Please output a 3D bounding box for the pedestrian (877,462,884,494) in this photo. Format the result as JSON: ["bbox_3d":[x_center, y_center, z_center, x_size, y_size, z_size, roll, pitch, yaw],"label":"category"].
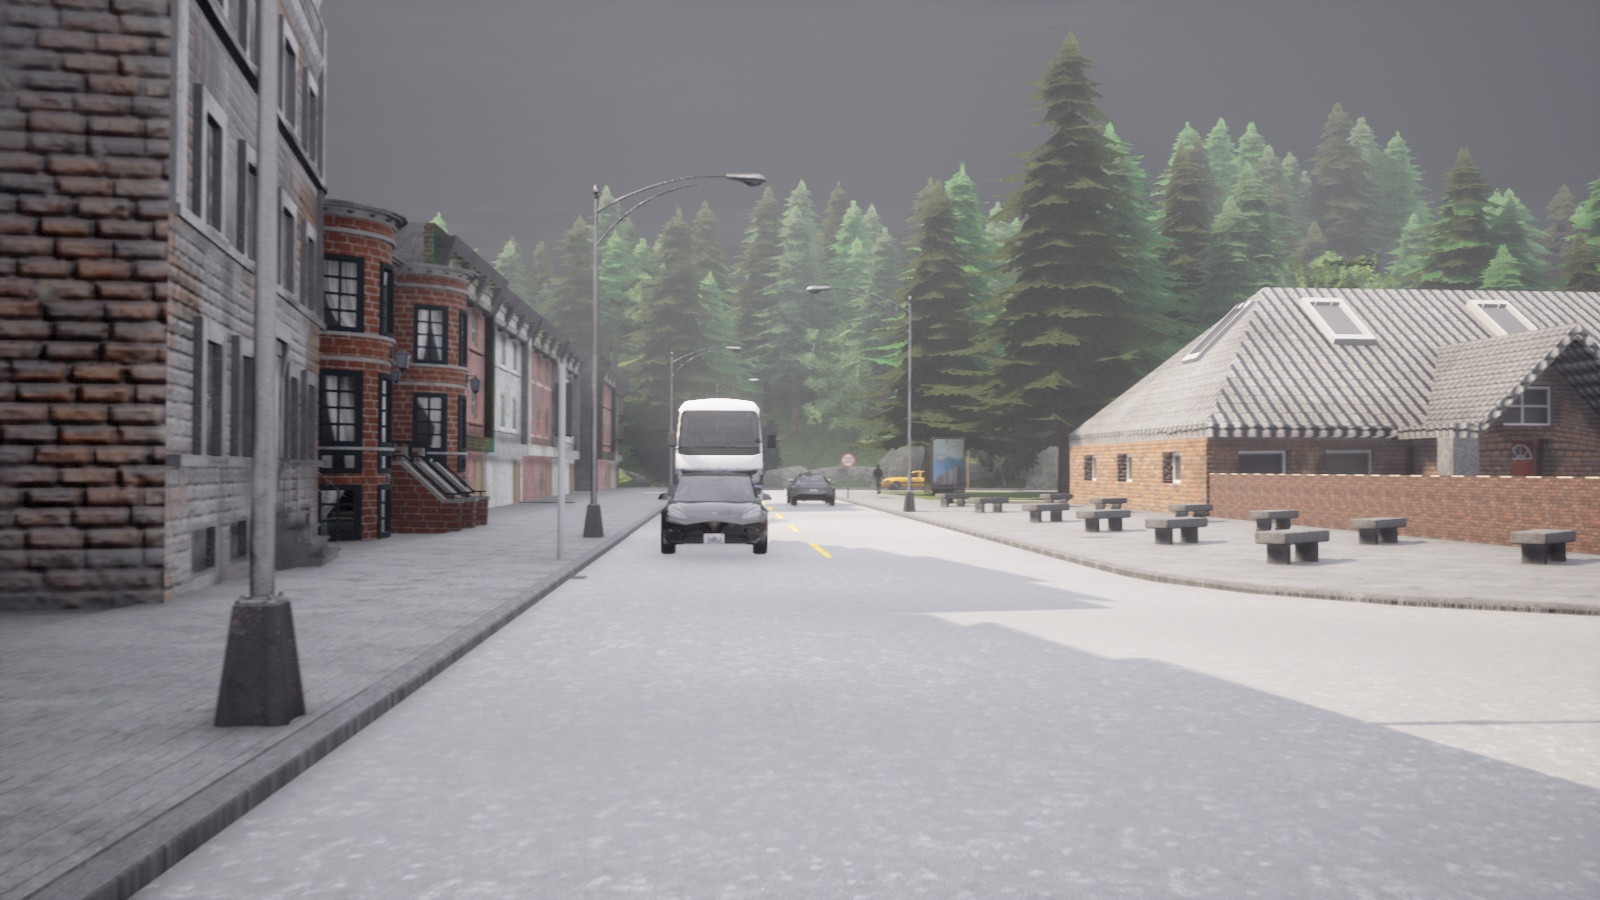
[{"bbox_3d":[4.668,1.613,72.987,0.370,1.835,0.726,0,-1,1],"label":"pedestrian"}]

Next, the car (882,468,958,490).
[{"bbox_3d":[8.882,2.135,93.307,5.366,1.575,1.801,0,-1,-4],"label":"car"}]

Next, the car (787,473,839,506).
[{"bbox_3d":[0.536,1.718,55.562,1.994,1.385,4.181,0,-1,-3],"label":"car"}]

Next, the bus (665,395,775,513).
[{"bbox_3d":[-3.170,0.212,50.357,3.944,4.253,10.273,0,-1,-3],"label":"bus"}]

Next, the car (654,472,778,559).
[{"bbox_3d":[-1.615,1.189,24.403,2.163,1.488,4.792,0,-1,-4],"label":"car"}]
